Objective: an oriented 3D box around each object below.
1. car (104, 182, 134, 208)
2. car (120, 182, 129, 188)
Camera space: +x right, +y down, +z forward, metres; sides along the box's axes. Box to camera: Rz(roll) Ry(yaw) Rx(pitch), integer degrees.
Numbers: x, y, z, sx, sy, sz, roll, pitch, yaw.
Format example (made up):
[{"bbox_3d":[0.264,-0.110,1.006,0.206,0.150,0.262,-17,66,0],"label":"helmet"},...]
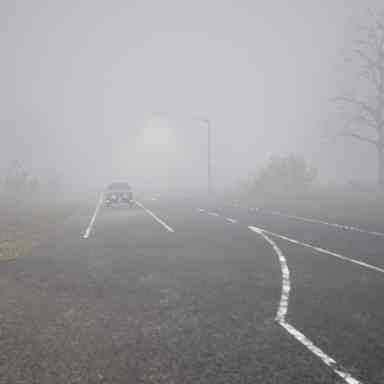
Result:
[{"bbox_3d":[-6.260,0.163,28.364,2.150,2.045,5.566,-2,3,-14],"label":"car"},{"bbox_3d":[-18.166,-1.930,89.196,2.128,1.511,4.902,-2,3,-10],"label":"car"}]
